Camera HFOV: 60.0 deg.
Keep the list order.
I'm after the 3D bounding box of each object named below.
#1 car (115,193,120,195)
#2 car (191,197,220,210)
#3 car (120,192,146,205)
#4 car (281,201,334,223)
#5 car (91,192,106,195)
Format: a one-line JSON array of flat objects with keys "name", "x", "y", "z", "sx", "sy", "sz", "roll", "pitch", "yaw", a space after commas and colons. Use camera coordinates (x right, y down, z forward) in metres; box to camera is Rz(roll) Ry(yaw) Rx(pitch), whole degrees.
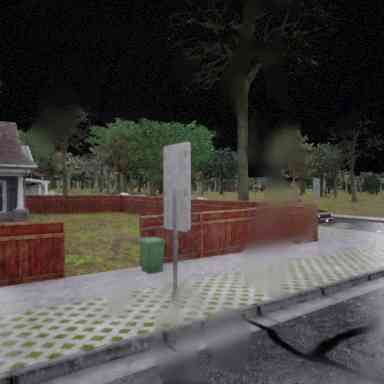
[{"name": "car", "x": -10.943, "y": 0.777, "z": 52.305, "sx": 1.812, "sy": 1.442, "sz": 4.674, "roll": 0, "pitch": 1, "yaw": -36}, {"name": "car", "x": 0.796, "y": 1.168, "z": 31.098, "sx": 1.812, "sy": 1.442, "sz": 4.674, "roll": 0, "pitch": 1, "yaw": -36}, {"name": "car", "x": -6.579, "y": 0.993, "z": 41.284, "sx": 2.033, "sy": 1.411, "sz": 5.357, "roll": 0, "pitch": 1, "yaw": -36}, {"name": "car", "x": 6.824, "y": 1.348, "z": 22.777, "sx": 2.033, "sy": 1.411, "sz": 5.357, "roll": 0, "pitch": 1, "yaw": -36}, {"name": "car", "x": -16.830, "y": 0.691, "z": 60.416, "sx": 1.895, "sy": 1.301, "sz": 4.718, "roll": 0, "pitch": 1, "yaw": -36}]
